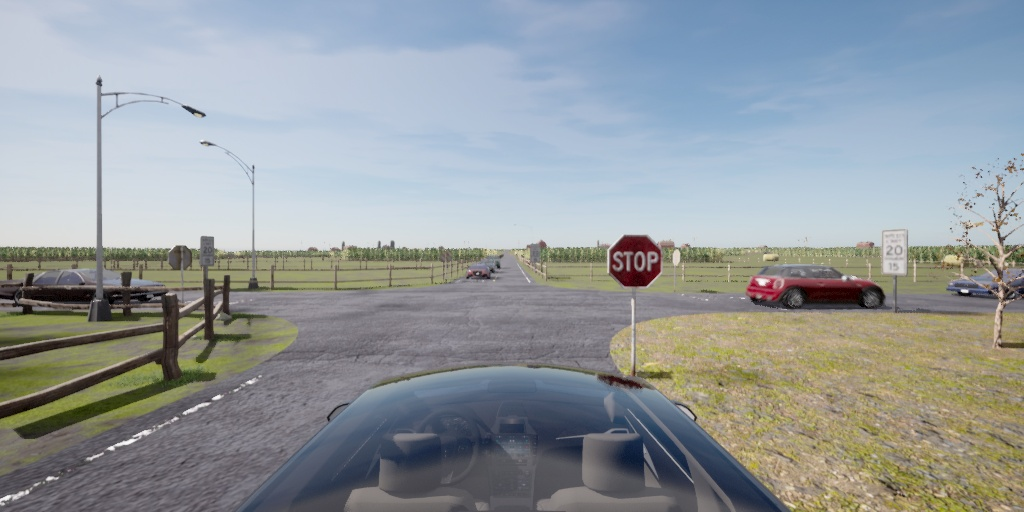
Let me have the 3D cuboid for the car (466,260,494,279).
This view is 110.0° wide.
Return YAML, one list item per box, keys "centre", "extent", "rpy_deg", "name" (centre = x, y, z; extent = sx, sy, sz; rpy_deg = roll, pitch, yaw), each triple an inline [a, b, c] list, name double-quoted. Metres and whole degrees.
- centre: [-2.890, 1.277, 31.407]
  extent: [1.994, 1.385, 4.181]
  rpy_deg: [0, 0, -2]
  name: "car"

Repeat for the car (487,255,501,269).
- centre: [-2.907, 0.868, 54.143]
  extent: [2.150, 2.045, 5.566]
  rpy_deg: [0, 0, 0]
  name: "car"

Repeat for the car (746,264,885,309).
- centre: [12.309, 1.138, 14.676]
  extent: [4.553, 1.767, 2.097]
  rpy_deg: [0, 0, -2]
  name: "car"

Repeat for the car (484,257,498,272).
- centre: [-2.912, 1.192, 41.726]
  extent: [1.837, 1.490, 4.892]
  rpy_deg: [0, 0, 0]
  name: "car"

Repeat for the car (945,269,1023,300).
- centre: [25.030, 1.356, 17.724]
  extent: [5.357, 1.411, 2.033]
  rpy_deg: [0, 0, 0]
  name: "car"

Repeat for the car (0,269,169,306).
- centre: [-17.409, 1.242, 14.602]
  extent: [5.357, 1.411, 2.033]
  rpy_deg: [0, 0, 0]
  name: "car"
